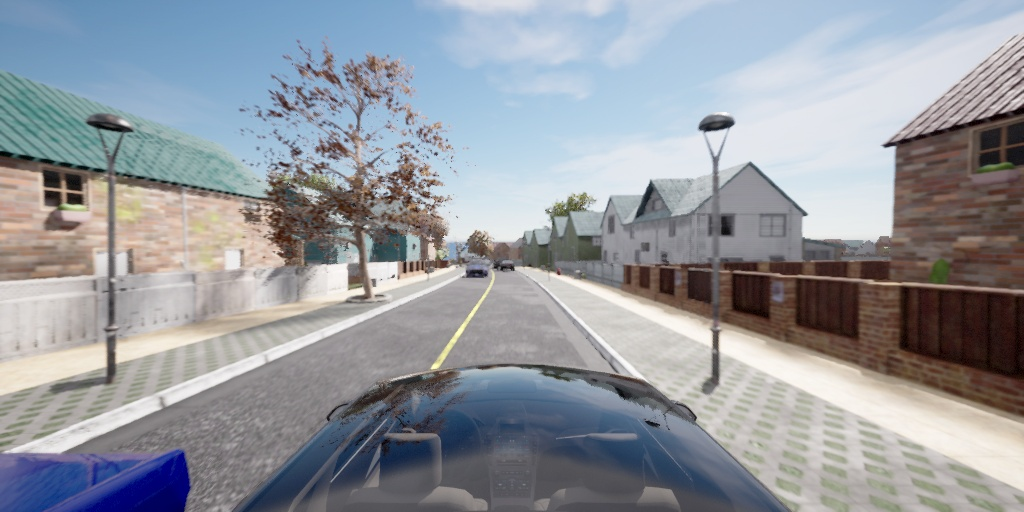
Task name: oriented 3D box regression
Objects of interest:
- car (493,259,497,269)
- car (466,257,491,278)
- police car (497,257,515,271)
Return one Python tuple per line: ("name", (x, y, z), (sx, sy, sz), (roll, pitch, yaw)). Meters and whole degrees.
("car", (-1.737, 1.170, 61.428), (2.150, 2.045, 5.566), (0, 0, -7))
("car", (-3.299, 1.146, 34.675), (2.097, 1.767, 4.553), (0, 0, -3))
("police car", (-0.721, 1.295, 51.495), (1.930, 1.638, 5.238), (0, 0, -5))
